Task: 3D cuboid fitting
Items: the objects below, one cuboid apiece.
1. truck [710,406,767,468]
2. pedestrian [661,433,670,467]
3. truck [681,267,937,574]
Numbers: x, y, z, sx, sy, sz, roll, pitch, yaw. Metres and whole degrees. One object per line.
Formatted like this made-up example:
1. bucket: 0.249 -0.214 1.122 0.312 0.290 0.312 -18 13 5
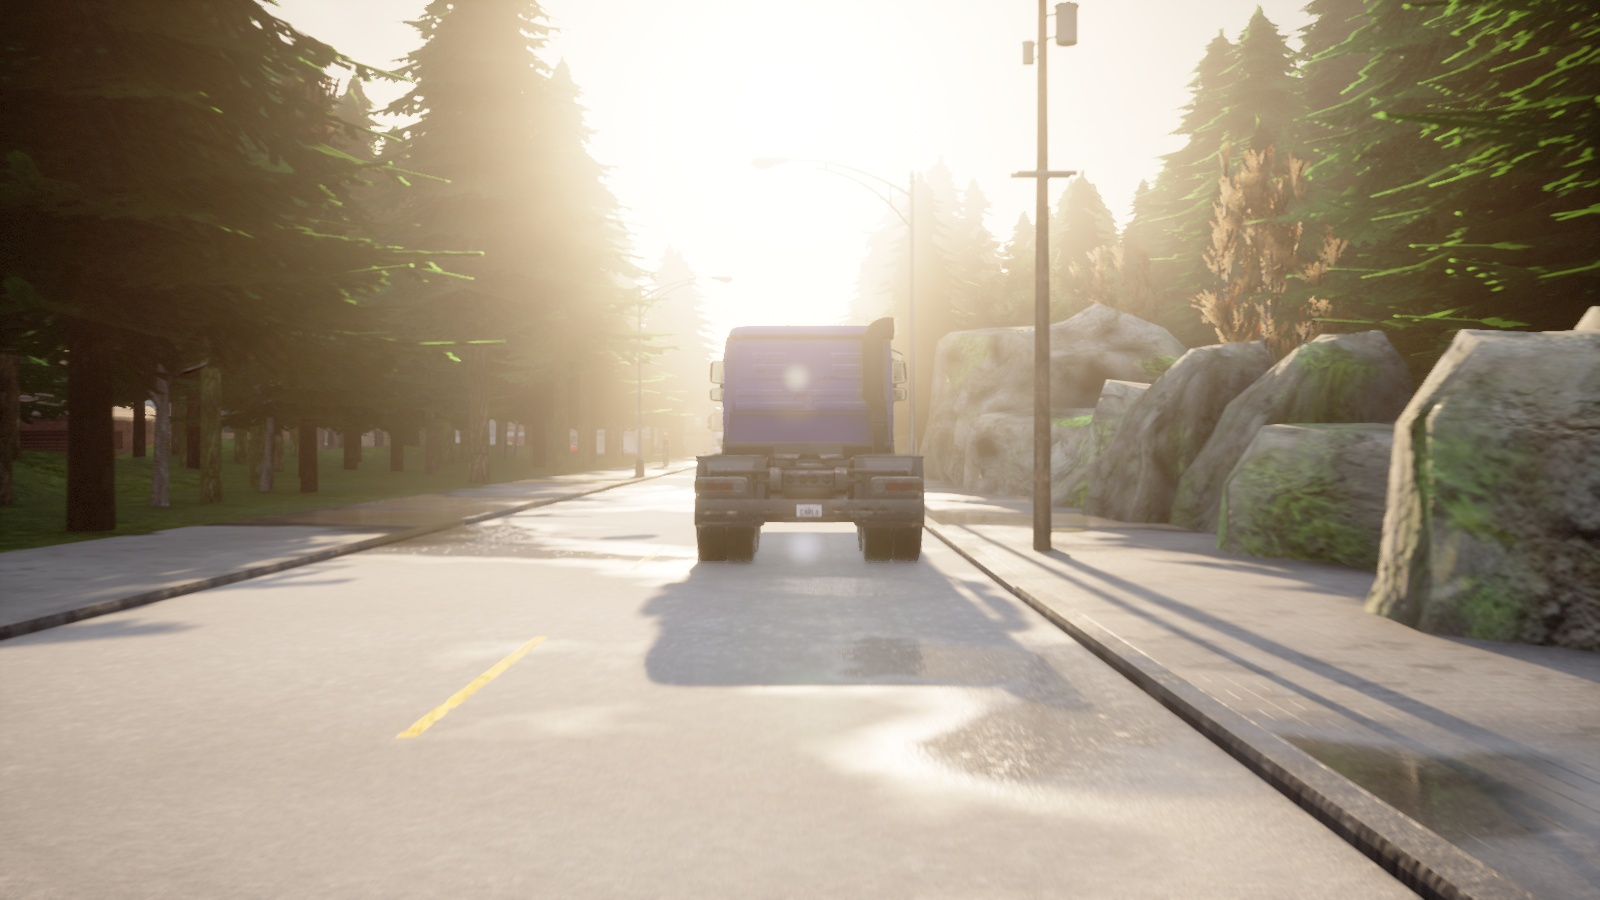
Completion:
1. truck: -3.551 -0.751 74.159 2.891 3.462 7.936 0 0 0
2. pedestrian: -7.215 -0.015 67.254 0.345 1.836 0.594 0 0 11
3. truck: 0.123 -0.361 18.146 2.891 3.462 7.936 0 0 0
